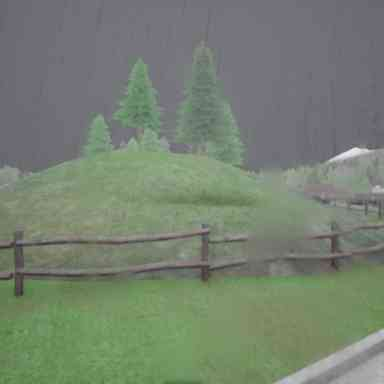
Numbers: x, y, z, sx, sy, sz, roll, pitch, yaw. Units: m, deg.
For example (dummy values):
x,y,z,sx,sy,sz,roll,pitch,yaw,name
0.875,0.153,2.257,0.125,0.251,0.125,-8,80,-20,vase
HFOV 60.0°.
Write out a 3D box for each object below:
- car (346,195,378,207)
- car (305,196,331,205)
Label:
x,y,z,sx,sy,sz,roll,pitch,yaw,name
24.823,1.191,48.724,2.097,1.767,4.553,0,0,-16,car
20.059,1.353,53.074,1.837,1.490,4.892,0,0,-15,car
